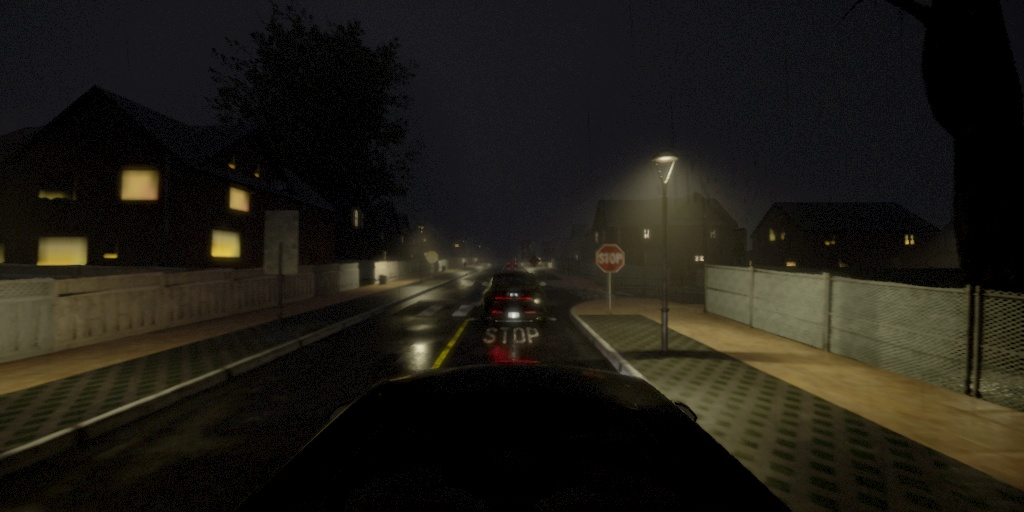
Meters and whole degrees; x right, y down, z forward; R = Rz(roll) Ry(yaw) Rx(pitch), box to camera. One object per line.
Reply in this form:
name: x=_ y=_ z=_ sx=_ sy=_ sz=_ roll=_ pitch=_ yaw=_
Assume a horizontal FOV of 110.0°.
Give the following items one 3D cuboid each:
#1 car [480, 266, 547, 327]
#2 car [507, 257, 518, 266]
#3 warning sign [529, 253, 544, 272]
car: x=0.063 y=1.240 z=11.482 sx=1.837 sy=1.490 sz=4.892 roll=0 pitch=0 yaw=0
car: x=0.053 y=1.317 z=62.366 sx=1.895 sy=1.301 sz=4.718 roll=0 pitch=0 yaw=1
warning sign: x=2.519 y=0.828 z=39.553 sx=1.300 sy=1.860 sz=1.060 roll=0 pitch=0 yaw=0
